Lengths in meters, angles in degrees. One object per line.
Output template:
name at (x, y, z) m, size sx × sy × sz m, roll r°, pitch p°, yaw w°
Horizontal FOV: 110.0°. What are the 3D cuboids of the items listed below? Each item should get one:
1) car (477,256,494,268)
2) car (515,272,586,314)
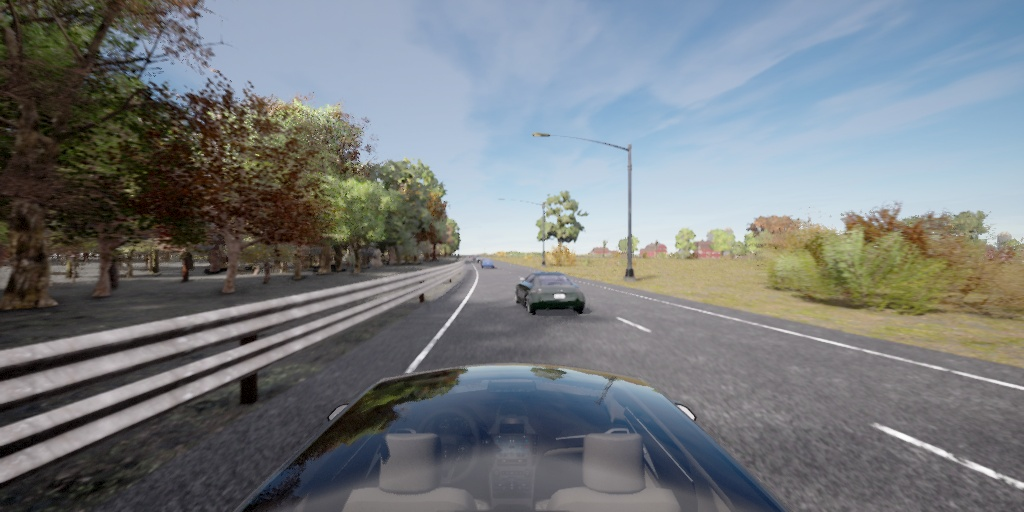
car at (-3.745, 1.069, 53.710) m, size 2.033 × 1.411 × 5.357 m, roll 0°, pitch 0°, yaw -7°
car at (1.299, 1.276, 13.640) m, size 1.994 × 1.385 × 4.181 m, roll 0°, pitch 0°, yaw -7°
